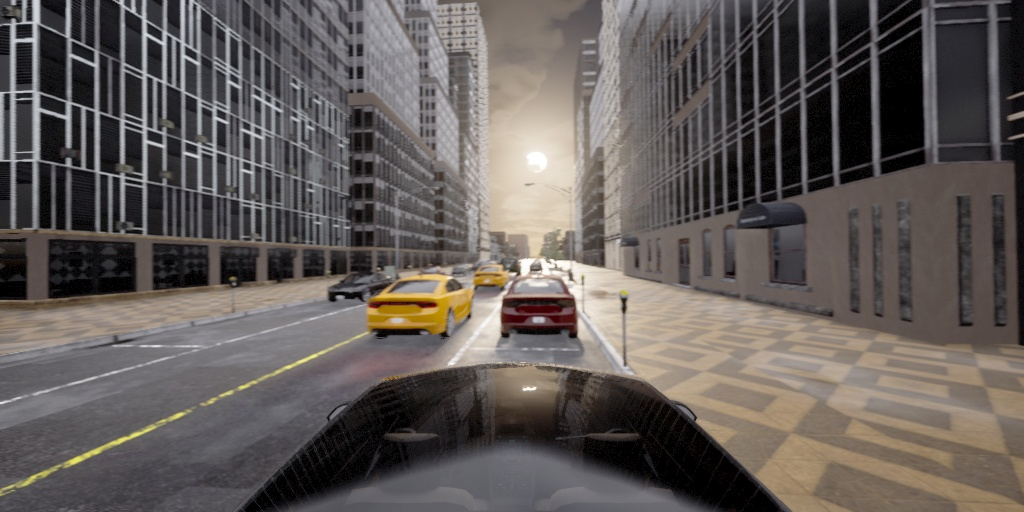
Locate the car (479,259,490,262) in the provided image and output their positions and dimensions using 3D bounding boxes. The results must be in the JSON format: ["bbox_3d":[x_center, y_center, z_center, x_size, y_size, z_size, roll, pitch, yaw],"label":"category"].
[{"bbox_3d":[-3.101,1.428,40.872,1.882,1.535,5.008,-1,0,5],"label":"car"}]

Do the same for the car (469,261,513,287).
[{"bbox_3d":[-1.273,1.338,23.750,1.882,1.535,5.008,-1,0,5],"label":"car"}]

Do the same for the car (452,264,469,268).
[{"bbox_3d":[-5.716,1.532,40.822,2.007,1.370,4.403,0,0,4],"label":"car"}]

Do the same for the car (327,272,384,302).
[{"bbox_3d":[-7.469,1.476,18.121,1.948,1.339,4.313,0,0,4],"label":"car"}]

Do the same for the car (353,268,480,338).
[{"bbox_3d":[-2.363,1.294,10.459,1.882,1.535,5.008,-1,0,4],"label":"car"}]

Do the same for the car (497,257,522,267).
[{"bbox_3d":[-0.118,1.131,38.728,2.150,2.045,5.566,-1,0,5],"label":"car"}]

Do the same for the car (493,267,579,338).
[{"bbox_3d":[0.774,1.257,10.315,1.882,1.535,5.008,-1,0,4],"label":"car"}]

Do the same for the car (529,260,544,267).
[{"bbox_3d":[3.077,1.463,45.840,1.948,1.339,4.313,0,0,4],"label":"car"}]
